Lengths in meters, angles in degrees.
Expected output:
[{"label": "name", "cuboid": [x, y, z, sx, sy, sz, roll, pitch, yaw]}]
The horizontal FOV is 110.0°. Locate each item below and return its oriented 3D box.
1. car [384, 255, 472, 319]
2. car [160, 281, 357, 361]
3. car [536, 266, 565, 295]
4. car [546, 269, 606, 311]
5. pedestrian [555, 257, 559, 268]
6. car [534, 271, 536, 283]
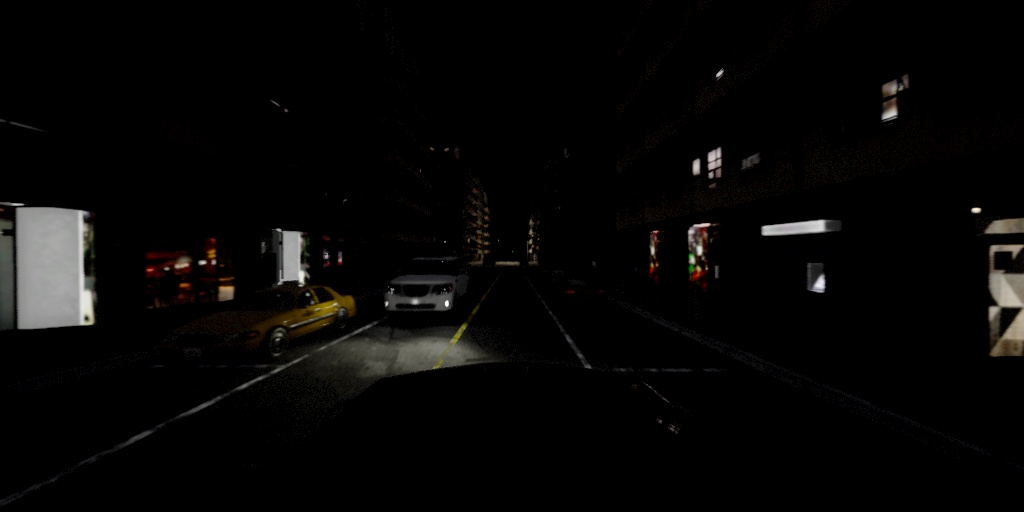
[{"label": "car", "cuboid": [-2.847, 0.996, 13.314, 2.150, 2.045, 5.566, 0, 0, 0]}, {"label": "car", "cuboid": [-5.314, 1.291, 8.374, 1.751, 1.417, 4.829, 0, 0, 0]}, {"label": "car", "cuboid": [2.571, 1.333, 19.949, 1.888, 1.381, 4.507, 0, 0, 0]}, {"label": "car", "cuboid": [2.569, 1.358, 14.284, 1.802, 1.307, 4.207, 0, 0, 0]}, {"label": "pedestrian", "cuboid": [6.027, 0.995, 48.231, 0.375, 1.860, 0.375, -1, 1, 0]}, {"label": "car", "cuboid": [2.573, 1.365, 25.613, 1.948, 1.339, 4.313, 0, 0, 0]}]
